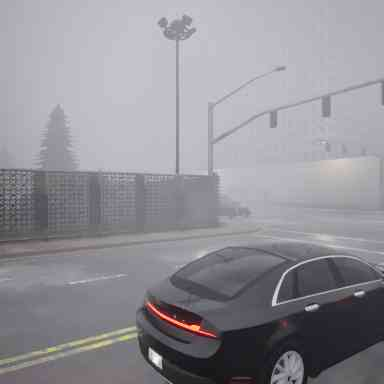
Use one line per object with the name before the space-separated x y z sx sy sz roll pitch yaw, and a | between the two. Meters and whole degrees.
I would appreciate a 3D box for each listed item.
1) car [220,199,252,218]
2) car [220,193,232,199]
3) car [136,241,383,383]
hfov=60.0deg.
car | 3.016 1.545 29.222 1.895 1.301 4.718 0 0 -34
car | 2.811 1.167 35.621 2.150 2.045 5.566 0 0 -35
car | 1.592 1.505 4.919 4.892 1.490 1.837 0 0 -35
